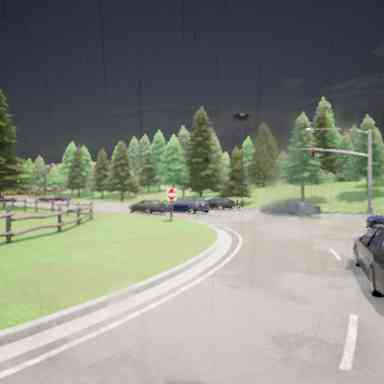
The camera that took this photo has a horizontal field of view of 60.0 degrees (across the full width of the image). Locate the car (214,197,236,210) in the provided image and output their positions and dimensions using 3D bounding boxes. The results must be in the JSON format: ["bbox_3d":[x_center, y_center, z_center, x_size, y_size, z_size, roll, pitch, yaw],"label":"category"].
[{"bbox_3d":[3.036,1.409,40.459,1.837,1.490,4.892,0,0,-44],"label":"car"}]

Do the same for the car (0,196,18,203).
[{"bbox_3d":[-35.667,1.468,64.854,1.895,1.301,4.718,0,0,-44],"label":"car"}]

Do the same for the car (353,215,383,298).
[{"bbox_3d":[5.149,1.525,8.075,2.033,1.411,5.357,0,0,20],"label":"car"}]

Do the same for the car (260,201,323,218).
[{"bbox_3d":[8.744,1.473,29.623,2.033,1.411,5.357,0,0,-44],"label":"car"}]

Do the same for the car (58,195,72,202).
[{"bbox_3d":[-27.924,1.391,71.949,2.033,1.411,5.357,0,0,-44],"label":"car"}]

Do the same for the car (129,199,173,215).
[{"bbox_3d":[-4.369,1.452,33.042,1.812,1.442,4.674,0,0,-44],"label":"car"}]

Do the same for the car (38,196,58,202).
[{"bbox_3d":[-30.414,1.454,69.490,1.895,1.301,4.718,0,0,-44],"label":"car"}]

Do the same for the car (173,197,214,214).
[{"bbox_3d":[-0.398,1.273,33.959,2.097,1.767,4.553,0,0,-44],"label":"car"}]

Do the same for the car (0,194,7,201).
[{"bbox_3d":[-47.209,1.341,81.646,1.837,1.490,4.892,0,0,-44],"label":"car"}]
